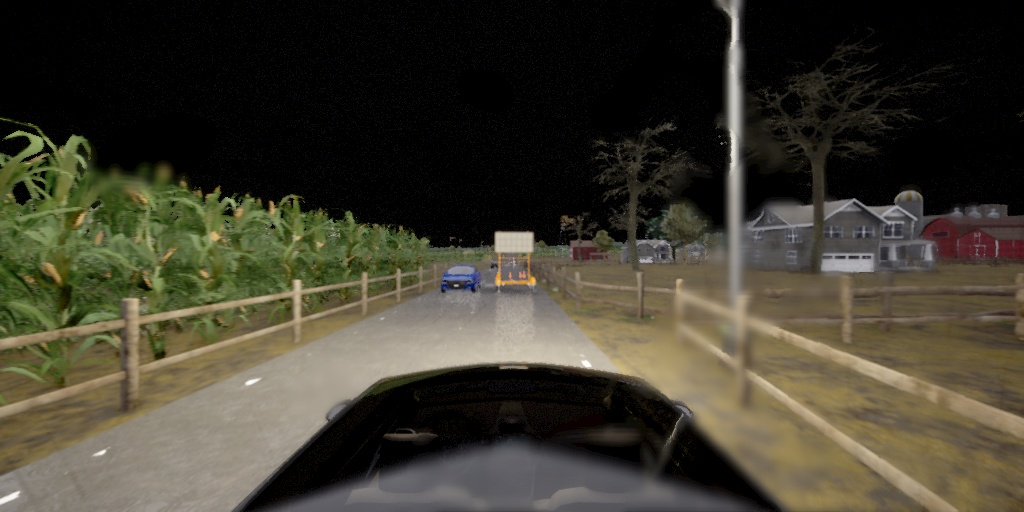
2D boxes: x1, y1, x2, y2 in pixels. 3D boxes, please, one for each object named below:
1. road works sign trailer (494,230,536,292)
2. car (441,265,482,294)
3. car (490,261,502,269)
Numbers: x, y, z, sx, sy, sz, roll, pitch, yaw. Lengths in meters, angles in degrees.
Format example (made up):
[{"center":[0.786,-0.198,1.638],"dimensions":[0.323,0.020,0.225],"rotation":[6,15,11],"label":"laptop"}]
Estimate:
[{"center":[0.122,0.243,21.640],"dimensions":[2.380,3.560,2.880],"rotation":[0,0,-5],"label":"road works sign trailer"},{"center":[-2.846,1.253,20.849],"dimensions":[1.882,1.535,5.008],"rotation":[0,0,0],"label":"car"},{"center":[-2.772,1.531,61.973],"dimensions":[2.033,1.411,5.357],"rotation":[0,0,1],"label":"car"}]
